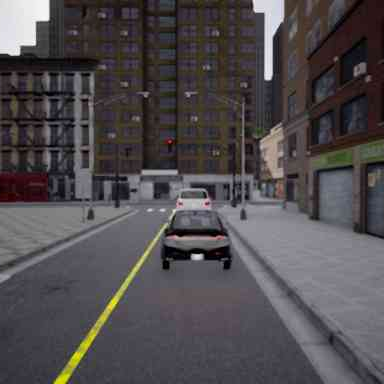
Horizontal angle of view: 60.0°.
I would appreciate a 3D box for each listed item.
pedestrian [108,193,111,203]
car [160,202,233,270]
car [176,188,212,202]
[{"bbox_3d":[-10.147,0.670,40.779,0.375,1.300,0.375,0,1,-1],"label":"pedestrian"},{"bbox_3d":[0.104,1.278,10.218,2.128,1.511,4.902,0,1,0],"label":"car"},{"bbox_3d":[0.105,0.774,21.704,2.150,2.045,5.566,0,1,0],"label":"car"}]
